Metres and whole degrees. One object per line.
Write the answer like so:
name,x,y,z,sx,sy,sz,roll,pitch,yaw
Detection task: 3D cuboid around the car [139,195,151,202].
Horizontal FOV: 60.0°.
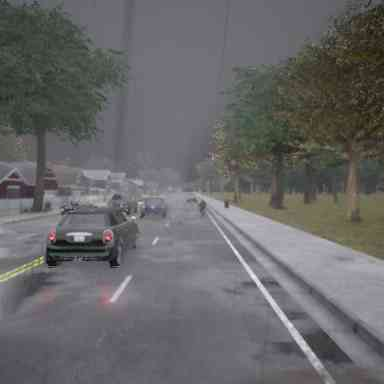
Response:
car,-9.794,1.294,69.906,1.812,1.442,4.674,0,0,0

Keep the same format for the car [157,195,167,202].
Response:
car,-6.546,1.308,72.551,1.812,1.442,4.674,0,0,0

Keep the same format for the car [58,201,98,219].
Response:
car,-9.866,1.509,29.289,1.895,1.301,4.718,0,0,0

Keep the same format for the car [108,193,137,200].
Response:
car,-6.618,1.121,31.793,2.150,2.045,5.566,0,0,0

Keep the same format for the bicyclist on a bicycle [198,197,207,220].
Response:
bicyclist on a bicycle,0.880,1.372,25.863,0.582,1.620,1.656,0,0,0

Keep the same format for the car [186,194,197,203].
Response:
car,-0.004,1.346,61.335,1.812,1.442,4.674,0,0,0

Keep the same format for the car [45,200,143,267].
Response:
car,-3.156,1.316,11.431,2.097,1.767,4.553,0,0,0

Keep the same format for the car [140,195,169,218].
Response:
car,-3.167,1.261,29.145,2.097,1.767,4.553,0,0,0

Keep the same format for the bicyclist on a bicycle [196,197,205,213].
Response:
bicyclist on a bicycle,0.868,1.330,34.355,0.866,1.612,1.509,0,0,0

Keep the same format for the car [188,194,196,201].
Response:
car,-0.048,1.283,76.080,1.837,1.490,4.892,0,0,0
